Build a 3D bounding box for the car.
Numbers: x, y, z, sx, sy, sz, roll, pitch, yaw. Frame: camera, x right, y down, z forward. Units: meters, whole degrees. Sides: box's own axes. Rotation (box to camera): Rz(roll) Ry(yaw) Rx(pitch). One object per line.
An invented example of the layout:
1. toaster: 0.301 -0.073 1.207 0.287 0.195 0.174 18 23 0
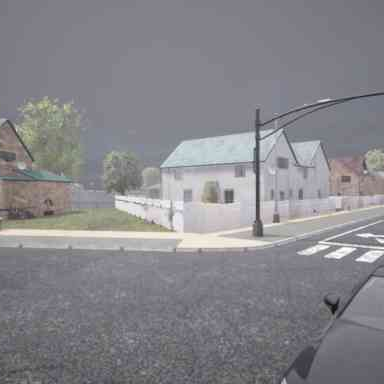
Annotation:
1. car: 2.565 1.524 3.471 1.812 1.442 4.674 0 0 42
